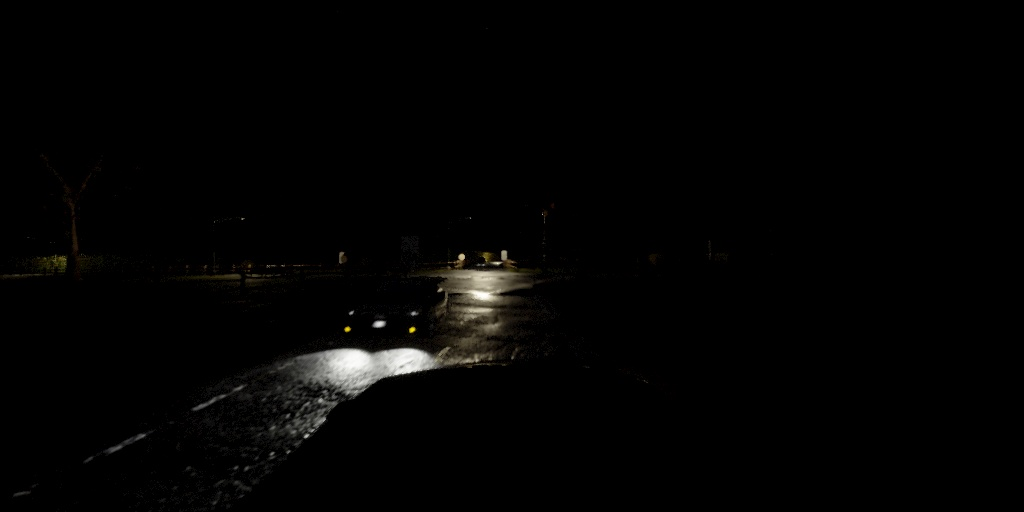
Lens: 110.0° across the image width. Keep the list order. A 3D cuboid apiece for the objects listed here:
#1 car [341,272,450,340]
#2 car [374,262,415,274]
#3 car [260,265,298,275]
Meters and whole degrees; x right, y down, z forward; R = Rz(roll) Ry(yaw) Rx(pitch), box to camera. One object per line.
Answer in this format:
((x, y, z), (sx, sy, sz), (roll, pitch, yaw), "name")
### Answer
((-2.936, 1.308, 9.872), (1.994, 1.385, 4.181), (1, 0, -1), "car")
((-13.311, 1.452, 40.698), (4.902, 1.511, 2.128), (-1, -1, 19), "car")
((-30.163, 1.827, 46.532), (4.718, 1.301, 1.895), (-1, -1, 19), "car")
